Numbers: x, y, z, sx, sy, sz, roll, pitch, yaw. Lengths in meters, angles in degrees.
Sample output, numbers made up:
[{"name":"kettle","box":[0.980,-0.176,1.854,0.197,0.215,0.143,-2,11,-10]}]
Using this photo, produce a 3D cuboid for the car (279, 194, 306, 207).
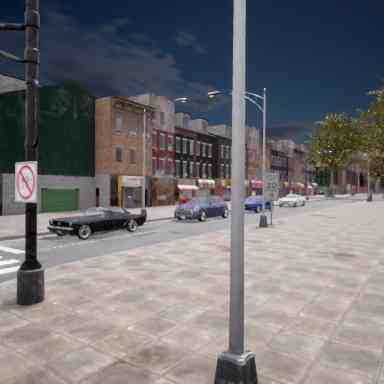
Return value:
[{"name":"car","box":[11.822,0.979,39.040,1.812,1.442,4.674,1,1,36]}]

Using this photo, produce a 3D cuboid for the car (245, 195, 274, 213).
[{"name":"car","box":[5.992,1.049,30.906,1.882,1.535,5.008,1,1,35]}]

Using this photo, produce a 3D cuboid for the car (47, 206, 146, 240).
[{"name":"car","box":[-4.487,1.408,16.229,1.895,1.301,4.718,1,1,35]}]

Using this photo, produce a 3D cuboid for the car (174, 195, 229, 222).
[{"name":"car","box":[0.725,1.038,23.530,2.097,1.767,4.553,1,1,35]}]
